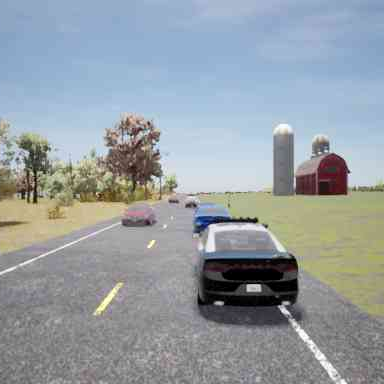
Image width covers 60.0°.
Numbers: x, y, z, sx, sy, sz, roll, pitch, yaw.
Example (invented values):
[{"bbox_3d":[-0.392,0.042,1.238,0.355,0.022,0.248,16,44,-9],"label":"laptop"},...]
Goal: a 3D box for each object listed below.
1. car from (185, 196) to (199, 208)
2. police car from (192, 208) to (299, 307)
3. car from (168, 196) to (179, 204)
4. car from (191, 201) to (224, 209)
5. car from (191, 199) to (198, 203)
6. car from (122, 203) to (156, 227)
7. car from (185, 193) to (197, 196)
[{"bbox_3d":[0.011,1.580,47.509,1.895,1.301,4.718,0,0,1],"label":"car"},{"bbox_3d":[1.048,1.424,8.216,1.930,1.638,5.238,0,0,0],"label":"police car"},{"bbox_3d":[-3.558,1.441,64.217,1.882,1.535,5.008,0,0,1],"label":"car"},{"bbox_3d":[1.046,1.474,18.107,1.882,1.535,5.008,0,0,0],"label":"car"},{"bbox_3d":[1.044,1.499,24.108,1.837,1.490,4.892,0,0,0],"label":"car"},{"bbox_3d":[-3.604,1.520,23.134,1.812,1.442,4.674,0,0,0],"label":"car"},{"bbox_3d":[-0.011,1.190,59.451,2.150,2.045,5.566,0,0,0],"label":"car"}]
